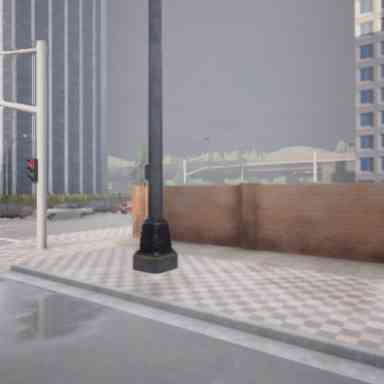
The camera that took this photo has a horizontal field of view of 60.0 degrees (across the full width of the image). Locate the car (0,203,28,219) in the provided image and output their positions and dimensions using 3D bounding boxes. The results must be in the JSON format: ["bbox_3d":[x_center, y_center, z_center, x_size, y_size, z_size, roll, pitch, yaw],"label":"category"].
[{"bbox_3d":[-15.688,1.622,27.444,2.033,1.411,5.357,0,0,32],"label":"car"}]

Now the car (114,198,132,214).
[{"bbox_3d":[-5.367,1.287,36.012,2.150,2.045,5.566,0,0,35],"label":"car"}]

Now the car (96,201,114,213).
[{"bbox_3d":[-9.879,1.622,35.675,2.033,1.411,5.357,0,0,35],"label":"car"}]

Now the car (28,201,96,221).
[{"bbox_3d":[-10.884,1.666,28.139,1.895,1.301,4.718,0,0,35],"label":"car"}]
